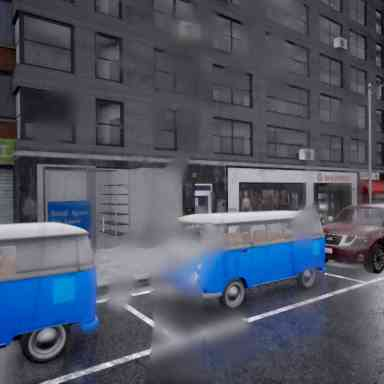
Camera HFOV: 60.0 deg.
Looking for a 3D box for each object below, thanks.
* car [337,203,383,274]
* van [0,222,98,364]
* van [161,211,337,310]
[{"bbox_3d":[5.830,1.311,10.740,5.009,1.841,2.192,0,-1,-36],"label":"car"},{"bbox_3d":[-3.247,1.341,4.228,3.998,1.788,1.690,0,-1,-36],"label":"van"},{"bbox_3d":[1.292,1.340,7.484,3.998,1.788,1.690,0,-1,-36],"label":"van"}]
